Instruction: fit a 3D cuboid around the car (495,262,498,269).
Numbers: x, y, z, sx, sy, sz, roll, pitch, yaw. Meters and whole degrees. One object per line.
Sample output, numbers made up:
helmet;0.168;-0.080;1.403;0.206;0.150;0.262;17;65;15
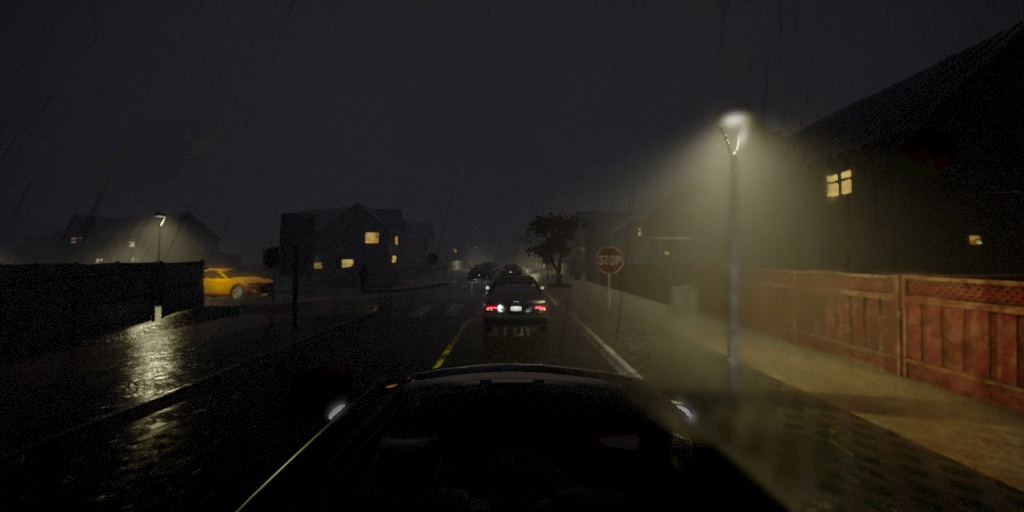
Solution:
car;-2.853;1.501;42.659;1.837;1.490;4.892;0;0;0

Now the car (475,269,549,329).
car;0.097;1.325;11.427;2.033;1.411;5.357;0;1;0

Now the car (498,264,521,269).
car;-0.054;1.513;36.345;1.994;1.385;4.181;0;0;2

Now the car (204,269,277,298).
car;-14.885;1.435;18.611;5.008;1.535;1.882;-1;-3;6

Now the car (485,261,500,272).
car;-2.853;1.558;52.794;1.882;1.535;5.008;0;0;0

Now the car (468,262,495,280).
car;-2.862;1.491;32.966;1.994;1.385;4.181;0;0;-1

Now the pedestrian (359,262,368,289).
pedestrian;-9.917;1.293;23.875;0.375;1.860;0.375;0;-2;5
